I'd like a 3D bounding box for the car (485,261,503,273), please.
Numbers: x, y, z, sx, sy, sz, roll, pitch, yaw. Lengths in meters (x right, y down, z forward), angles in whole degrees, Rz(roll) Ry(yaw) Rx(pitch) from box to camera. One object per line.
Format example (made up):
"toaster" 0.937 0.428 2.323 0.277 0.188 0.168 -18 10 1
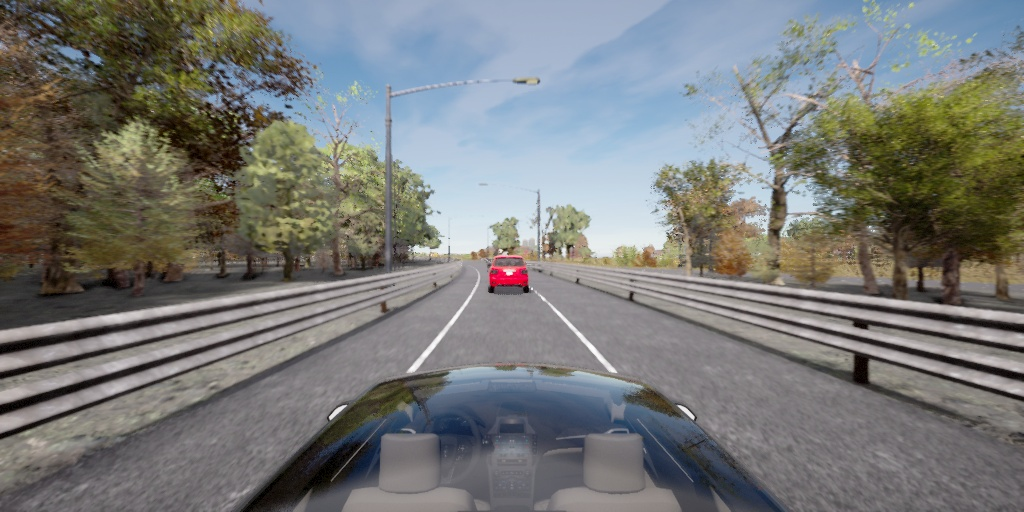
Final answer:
"car" -2.319 1.387 45.881 1.895 1.301 4.718 0 0 -7

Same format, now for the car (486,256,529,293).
"car" -0.286 0.995 21.298 2.150 2.045 5.566 0 0 -3
